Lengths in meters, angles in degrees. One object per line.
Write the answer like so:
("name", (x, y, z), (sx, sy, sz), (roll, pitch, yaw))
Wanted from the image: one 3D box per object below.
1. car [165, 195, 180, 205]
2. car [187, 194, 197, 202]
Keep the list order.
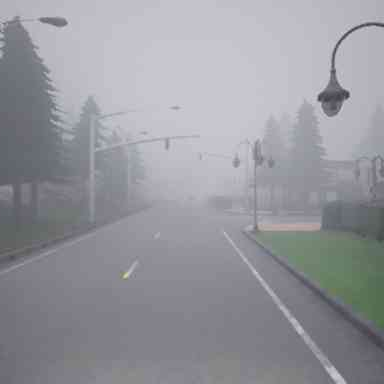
("car", (-3.535, 1.375, 57.654), (1.882, 1.535, 5.008), (0, 0, 1))
("car", (0.014, 1.210, 69.369), (1.882, 1.535, 5.008), (0, 0, 0))
